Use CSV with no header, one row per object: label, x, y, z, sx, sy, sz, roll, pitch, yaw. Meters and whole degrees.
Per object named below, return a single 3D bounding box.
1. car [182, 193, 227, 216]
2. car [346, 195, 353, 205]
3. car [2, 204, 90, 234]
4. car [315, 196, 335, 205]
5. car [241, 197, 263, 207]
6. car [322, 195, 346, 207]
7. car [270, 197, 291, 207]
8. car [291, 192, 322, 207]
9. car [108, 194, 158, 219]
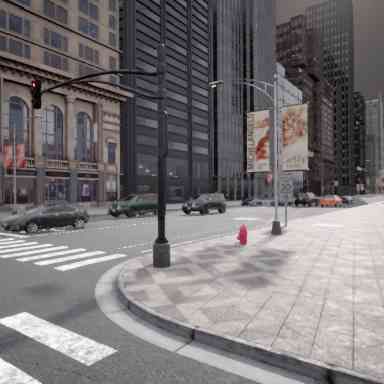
car,1.319,1.154,32.680,2.150,2.045,5.566,-1,0,36
car,25.240,1.331,54.767,1.837,1.490,4.892,-1,0,35
car,-8.271,1.477,19.205,1.837,1.490,4.892,-1,0,35
car,22.809,1.397,56.958,2.033,1.411,5.357,-1,0,35
car,8.807,1.482,48.728,1.994,1.385,4.181,-1,0,36
car,19.856,1.188,47.201,2.097,1.767,4.553,-1,0,36
car,13.434,1.435,49.561,2.033,1.411,5.357,-1,0,36
car,16.718,1.083,48.400,2.150,2.045,5.566,-1,0,36
car,-4.835,1.191,29.647,2.150,2.045,5.566,-1,0,35
